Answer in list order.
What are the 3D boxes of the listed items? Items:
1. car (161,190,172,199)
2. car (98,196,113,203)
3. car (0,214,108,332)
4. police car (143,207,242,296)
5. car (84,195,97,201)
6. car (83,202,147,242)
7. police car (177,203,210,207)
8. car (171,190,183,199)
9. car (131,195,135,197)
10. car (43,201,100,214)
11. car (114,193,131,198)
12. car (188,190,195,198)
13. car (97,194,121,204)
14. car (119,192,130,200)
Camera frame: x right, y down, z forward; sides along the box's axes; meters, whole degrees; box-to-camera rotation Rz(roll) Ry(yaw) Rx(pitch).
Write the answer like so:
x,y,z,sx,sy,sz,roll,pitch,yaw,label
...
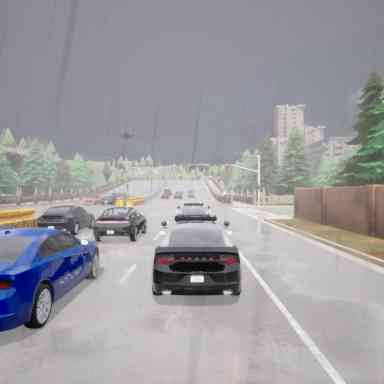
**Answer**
x,y,z,sx,sy,sz,roll,pitch,yaw,label
-7.138,1.071,88.486,1.994,1.385,4.181,0,4,0,car
-17.524,1.553,67.510,1.994,1.385,4.181,0,0,0,car
-3.403,1.478,6.974,1.882,1.535,5.008,0,0,0,car
0.097,1.425,8.820,1.930,1.638,5.238,0,0,0,police car
-17.589,1.352,58.974,2.097,1.767,4.553,0,0,0,car
-3.415,1.492,16.480,2.128,1.511,4.902,0,0,1,car
0.092,1.425,18.723,1.930,1.638,5.238,0,0,0,police car
-3.635,0.903,88.063,2.097,1.767,4.553,0,3,0,car
-14.063,1.449,75.689,1.882,1.535,5.008,0,0,0,car
-6.906,1.505,18.682,1.837,1.490,4.892,0,0,0,car
-14.042,1.478,66.248,1.882,1.535,5.008,0,0,1,car
-0.154,0.931,91.272,1.895,1.301,4.718,0,4,0,car
-14.077,1.491,56.788,2.128,1.511,4.902,0,0,-1,car
-17.629,0.958,86.972,2.097,1.767,4.553,0,2,0,car
